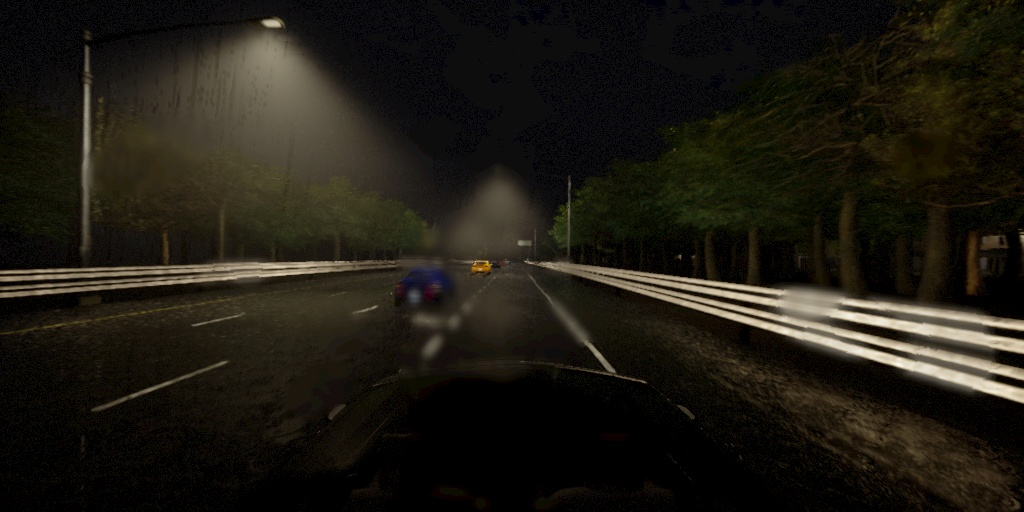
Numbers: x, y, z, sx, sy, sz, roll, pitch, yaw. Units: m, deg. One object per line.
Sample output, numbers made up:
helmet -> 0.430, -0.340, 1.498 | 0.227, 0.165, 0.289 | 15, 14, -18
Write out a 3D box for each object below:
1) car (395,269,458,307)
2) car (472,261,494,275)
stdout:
car -> -3.466, 1.246, 15.089 | 1.812, 1.442, 4.674 | 1, 0, 0
car -> -3.349, 1.305, 40.254 | 1.882, 1.535, 5.008 | 1, 0, 0
